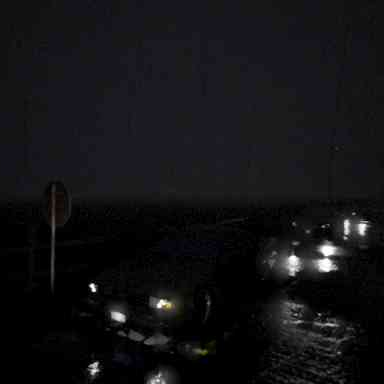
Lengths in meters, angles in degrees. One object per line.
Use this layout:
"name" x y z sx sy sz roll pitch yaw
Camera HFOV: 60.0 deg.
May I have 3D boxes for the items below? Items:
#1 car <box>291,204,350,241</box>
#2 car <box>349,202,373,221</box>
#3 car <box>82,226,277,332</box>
"car" 6.418 1.473 16.648 1.812 1.442 4.674 1 1 33
"car" 13.694 1.528 27.541 1.994 1.385 4.181 1 1 34
"car" 0.286 1.483 7.249 2.033 1.411 5.357 1 1 31
